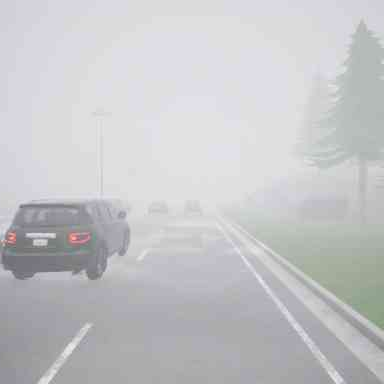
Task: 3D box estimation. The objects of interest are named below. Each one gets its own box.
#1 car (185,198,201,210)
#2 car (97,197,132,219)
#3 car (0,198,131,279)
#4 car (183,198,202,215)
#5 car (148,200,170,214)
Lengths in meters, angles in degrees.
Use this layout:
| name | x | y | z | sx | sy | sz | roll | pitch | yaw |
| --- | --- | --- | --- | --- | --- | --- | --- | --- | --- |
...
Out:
| name | x | y | z | sx | sy | sz | roll | pitch | yaw |
| --- | --- | --- | --- | --- | --- | --- | --- | --- | --- |
| car | 0.137 | 1.547 | 44.453 | 2.033 | 1.411 | 5.357 | 0 | 0 | 1 |
| car | -6.900 | 1.351 | 30.195 | 2.097 | 1.767 | 4.553 | 0 | 0 | 0 |
| car | -3.399 | 1.222 | 10.161 | 2.150 | 2.045 | 5.566 | 0 | 0 | 0 |
| car | 0.095 | 1.547 | 34.377 | 2.033 | 1.411 | 5.357 | 0 | 0 | 0 |
| car | -3.400 | 1.563 | 34.848 | 1.994 | 1.385 | 4.181 | 0 | 0 | 0 |
